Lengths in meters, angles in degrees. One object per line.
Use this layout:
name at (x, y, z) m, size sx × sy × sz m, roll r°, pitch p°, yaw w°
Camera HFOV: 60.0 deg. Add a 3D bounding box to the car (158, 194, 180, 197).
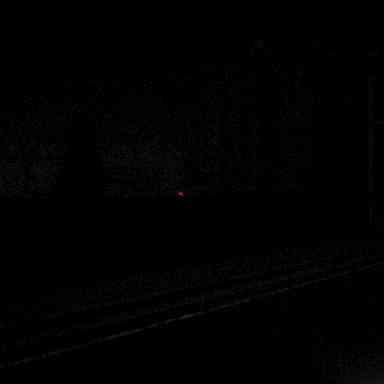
car at (-2.269, 1.206, 39.554) m, size 2.150 × 2.045 × 5.566 m, roll 0°, pitch 0°, yaw -37°
